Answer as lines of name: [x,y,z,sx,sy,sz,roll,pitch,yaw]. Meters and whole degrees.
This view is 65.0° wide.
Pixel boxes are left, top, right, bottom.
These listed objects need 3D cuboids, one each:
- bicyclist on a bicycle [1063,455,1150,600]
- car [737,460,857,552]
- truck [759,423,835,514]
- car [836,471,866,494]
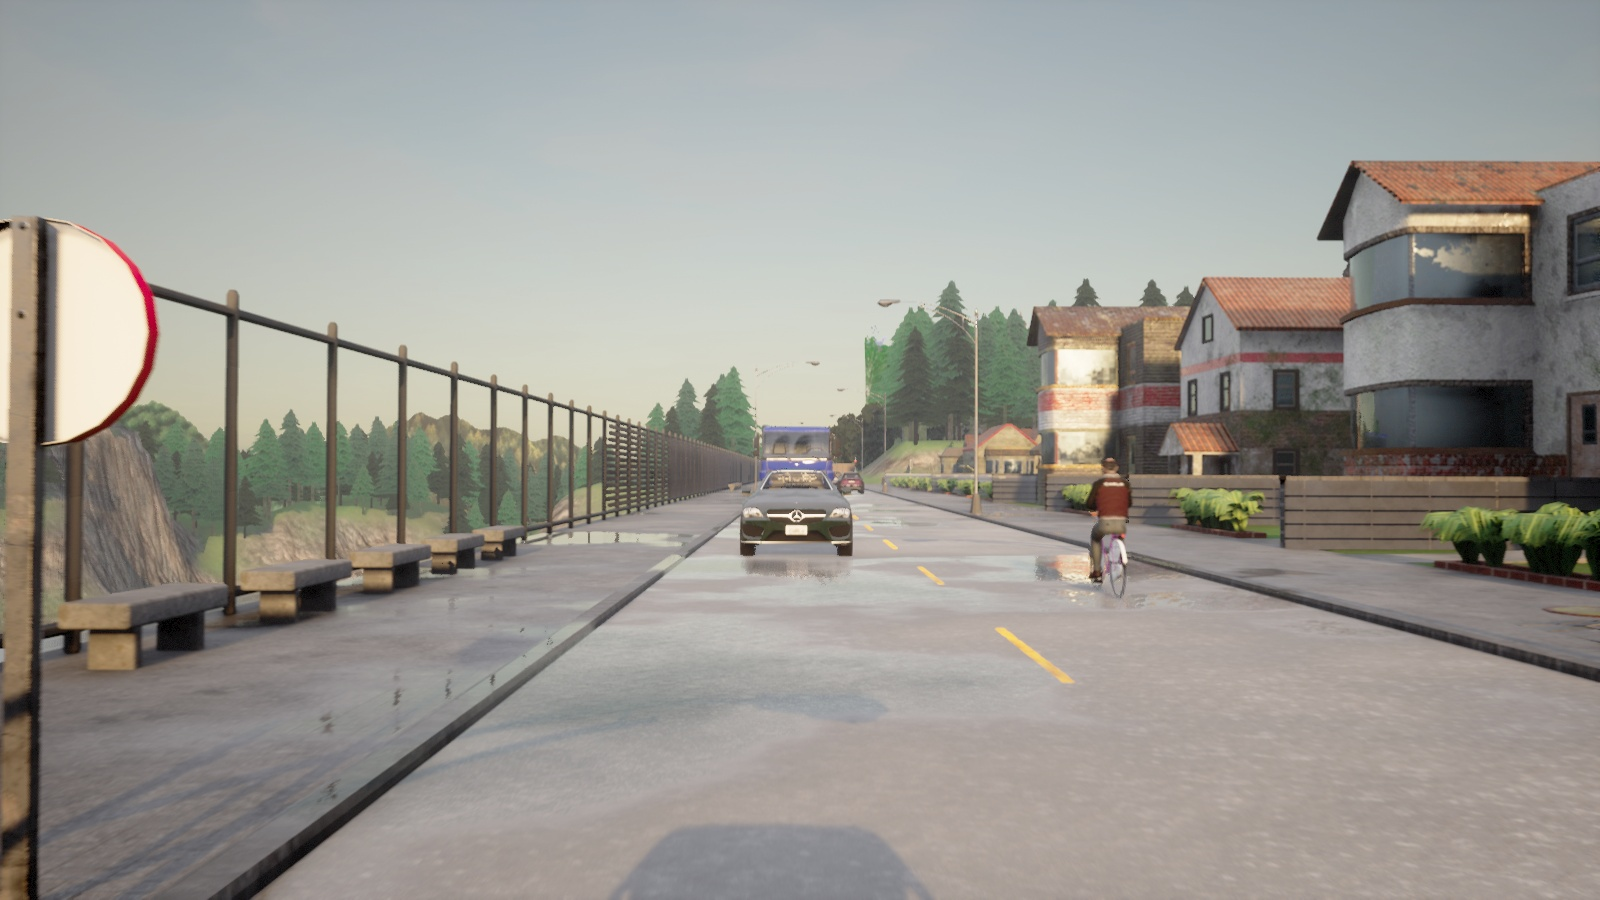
bicyclist on a bicycle: [3.960,0.969,16.346,0.659,1.776,1.843,0,-1,0]
car: [-0.062,1.054,25.201,2.152,1.651,5.027,0,-1,0]
truck: [-0.130,0.772,51.552,2.891,3.462,7.936,0,-1,0]
car: [3.770,2.442,94.111,2.033,1.649,4.856,0,-1,0]
